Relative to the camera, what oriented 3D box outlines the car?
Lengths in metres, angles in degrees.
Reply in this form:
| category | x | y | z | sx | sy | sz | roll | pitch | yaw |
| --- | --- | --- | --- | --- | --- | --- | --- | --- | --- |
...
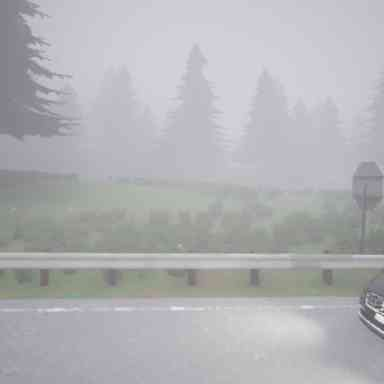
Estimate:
| category | x | y | z | sx | sy | sz | roll | pitch | yaw |
| --- | --- | --- | --- | --- | --- | --- | --- | --- | --- |
| car | 4.876 | 1.449 | 4.557 | 4.892 | 1.490 | 1.837 | 1 | 2 | -5 |
